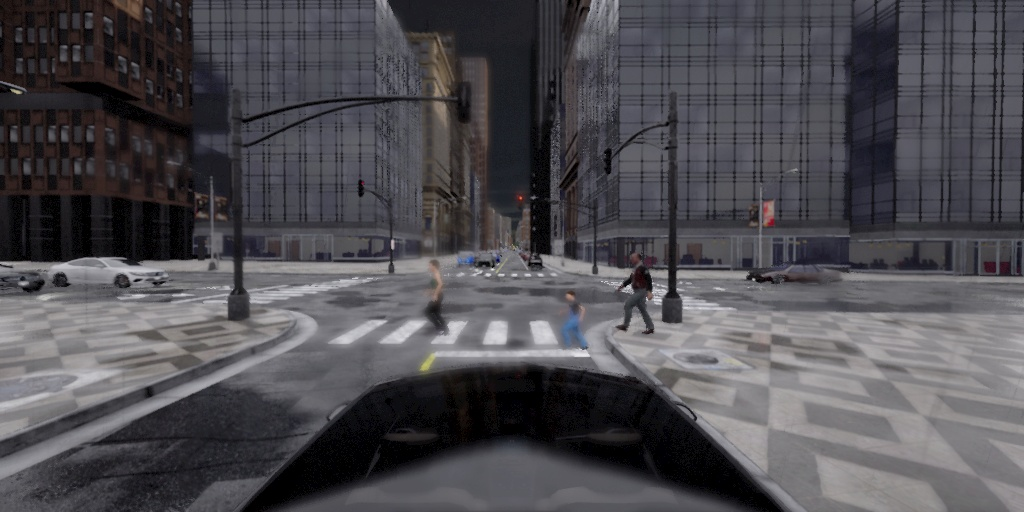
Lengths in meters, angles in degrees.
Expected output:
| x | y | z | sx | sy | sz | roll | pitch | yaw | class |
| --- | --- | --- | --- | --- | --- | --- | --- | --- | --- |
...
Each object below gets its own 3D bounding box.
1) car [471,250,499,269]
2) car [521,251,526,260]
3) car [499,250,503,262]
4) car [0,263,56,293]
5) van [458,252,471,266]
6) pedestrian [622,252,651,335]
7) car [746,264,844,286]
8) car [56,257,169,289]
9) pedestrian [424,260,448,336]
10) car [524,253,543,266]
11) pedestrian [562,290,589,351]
| x | y | z | sx | sy | sz | roll | pitch | yaw | class |
| --- | --- | --- | --- | --- | --- | --- | --- | --- | --- |
| -2.943 | 0.439 | 40.087 | 2.097 | 1.767 | 4.553 | 0 | 1 | 0 | car |
| 2.934 | 0.275 | 61.632 | 1.802 | 1.307 | 4.207 | 0 | 0 | 0 | car |
| -2.840 | 0.285 | 55.514 | 1.882 | 1.535 | 5.008 | 0 | 1 | 1 | car |
| -21.570 | 0.786 | 14.149 | 4.674 | 1.442 | 1.812 | 1 | 1 | 0 | car |
| -5.685 | 0.345 | 44.733 | 1.690 | 1.789 | 3.998 | 0 | 0 | 0 | van |
| 2.707 | 0.788 | 7.790 | 0.375 | 1.860 | 0.375 | 0 | 1 | 0 | pedestrian |
| 18.792 | 1.214 | 23.916 | 5.357 | 1.411 | 2.033 | 1 | 1 | 0 | car |
| -19.516 | 0.770 | 17.390 | 4.674 | 1.442 | 1.812 | 1 | 1 | 0 | car |
| -1.781 | 0.932 | 8.387 | 0.375 | 1.860 | 0.375 | 0 | 1 | 0 | pedestrian |
| 2.840 | 0.569 | 44.687 | 1.948 | 1.339 | 4.313 | 0 | 0 | 0 | car |
| 1.273 | 1.232 | 7.193 | 0.375 | 1.300 | 0.375 | 0 | 1 | 0 | pedestrian |
